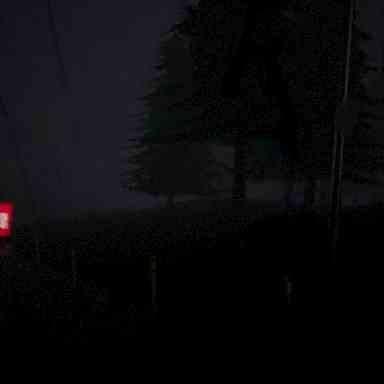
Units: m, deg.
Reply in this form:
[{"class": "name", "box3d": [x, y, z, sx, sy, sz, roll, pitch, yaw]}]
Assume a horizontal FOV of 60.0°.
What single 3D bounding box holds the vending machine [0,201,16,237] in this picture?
[{"class": "vending machine", "box3d": [-11.860, 1.690, 21.016, 1.100, 2.100, 0.880, 7, 0, -27]}]
